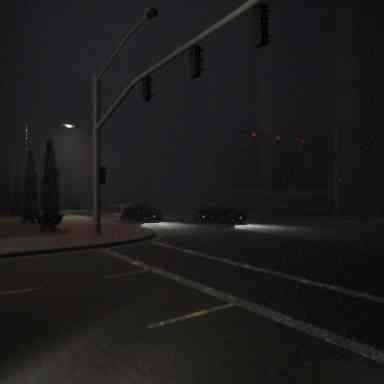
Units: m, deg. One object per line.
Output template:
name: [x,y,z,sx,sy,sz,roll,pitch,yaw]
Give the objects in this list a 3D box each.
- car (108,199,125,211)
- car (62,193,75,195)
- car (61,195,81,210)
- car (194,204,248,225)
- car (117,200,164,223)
car: [-8.122,1.532,37.924,1.812,1.442,4.674,0,0,-35]
car: [-20.751,1.210,56.088,2.150,2.045,5.566,0,0,-35]
car: [-15.712,1.520,42.646,1.837,1.490,4.892,0,0,-35]
car: [2.004,1.571,24.010,1.994,1.385,4.181,0,0,-40]
car: [-3.879,1.582,25.740,1.994,1.385,4.181,0,0,-35]
